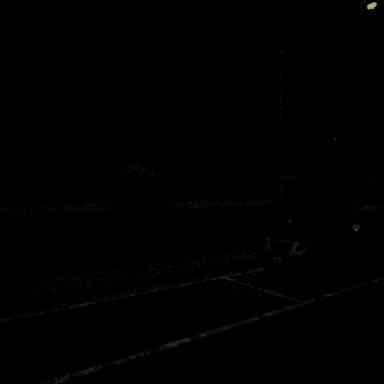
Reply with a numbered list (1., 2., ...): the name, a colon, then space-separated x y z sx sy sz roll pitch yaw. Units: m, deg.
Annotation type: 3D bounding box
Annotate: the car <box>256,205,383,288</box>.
1. car: 4.104 1.313 9.466 5.009 1.841 2.192 0 0 -36
